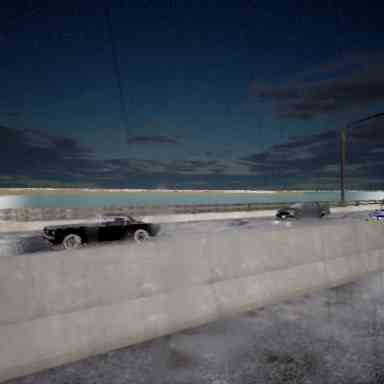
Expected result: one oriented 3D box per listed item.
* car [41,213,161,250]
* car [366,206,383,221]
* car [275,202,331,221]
[{"bbox_3d":[-3.793,1.602,14.168,4.718,1.301,1.895,0,0,-35],"label":"car"},{"bbox_3d":[13.353,1.552,21.871,4.674,1.442,1.812,0,0,-35],"label":"car"},{"bbox_3d":[9.342,1.571,27.607,5.357,1.411,2.033,0,0,-35],"label":"car"}]
